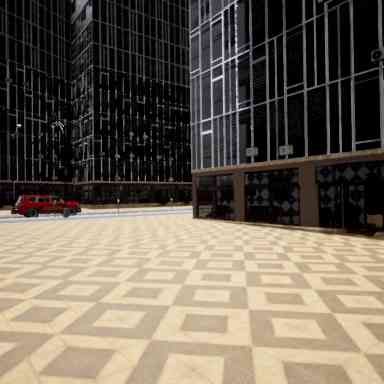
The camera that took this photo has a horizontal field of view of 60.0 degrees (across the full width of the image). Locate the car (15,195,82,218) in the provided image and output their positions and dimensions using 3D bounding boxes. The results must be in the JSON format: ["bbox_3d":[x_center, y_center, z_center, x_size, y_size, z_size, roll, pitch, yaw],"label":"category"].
[{"bbox_3d":[-11.772,1.188,27.332,5.009,1.841,2.192,0,-1,-37],"label":"car"}]
